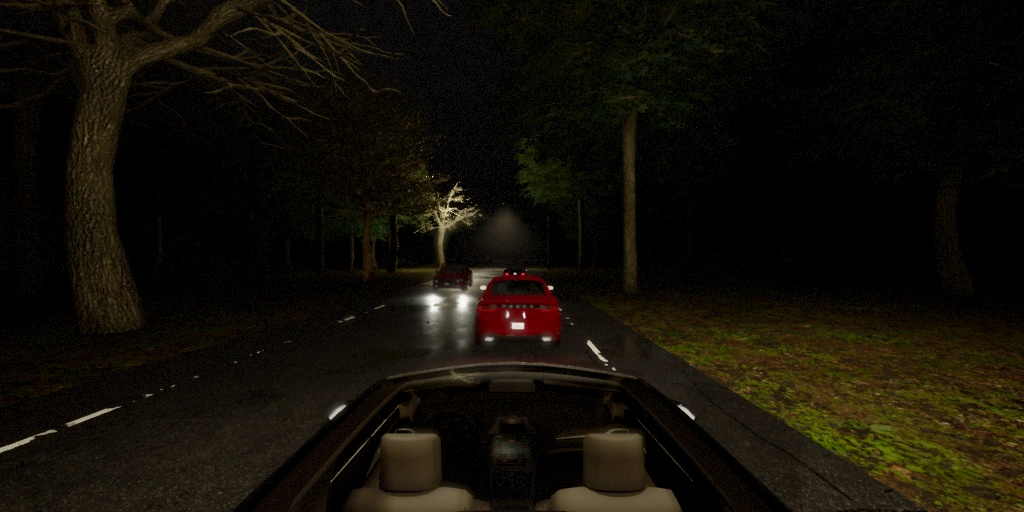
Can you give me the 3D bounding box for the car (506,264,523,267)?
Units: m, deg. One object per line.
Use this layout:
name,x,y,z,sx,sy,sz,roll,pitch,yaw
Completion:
car,0.209,1.352,28.294,2.033,1.411,5.357,0,0,0

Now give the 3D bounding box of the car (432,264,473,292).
car,-3.519,1.260,21.889,1.882,1.535,5.008,0,0,0

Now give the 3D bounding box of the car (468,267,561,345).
car,0.130,1.235,9.559,1.882,1.535,5.008,0,0,0
